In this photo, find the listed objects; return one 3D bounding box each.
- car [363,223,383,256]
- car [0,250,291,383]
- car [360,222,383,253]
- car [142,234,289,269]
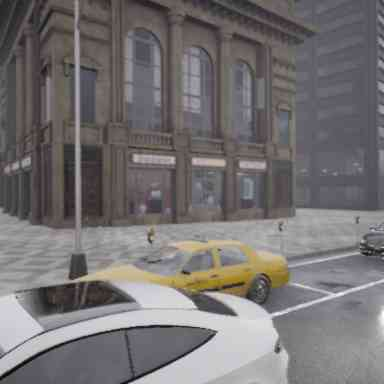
[{"bbox_3d":[6.559,1.574,8.120,4.902,1.511,2.128,1,0,-36],"label":"car"},{"bbox_3d":[-1.177,1.536,2.503,4.674,1.442,1.812,1,-1,-37],"label":"car"},{"bbox_3d":[7.989,1.668,12.458,4.403,1.369,2.008,1,-1,-36],"label":"car"},{"bbox_3d":[-0.063,1.569,6.627,4.829,1.417,1.752,1,-1,-36],"label":"car"}]
